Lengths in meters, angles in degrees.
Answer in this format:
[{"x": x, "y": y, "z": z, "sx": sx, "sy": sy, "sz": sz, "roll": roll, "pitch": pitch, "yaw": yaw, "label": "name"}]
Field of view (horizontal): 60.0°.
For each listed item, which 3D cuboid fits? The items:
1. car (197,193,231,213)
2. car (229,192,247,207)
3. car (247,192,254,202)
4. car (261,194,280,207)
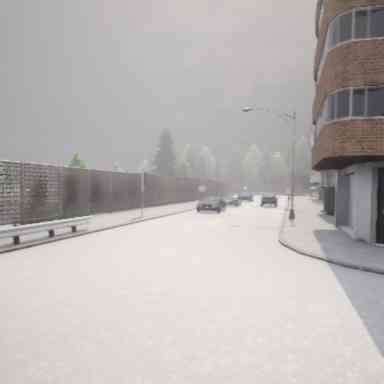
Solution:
[{"x": 1.803, "y": 1.052, "z": 29.181, "sx": 1.994, "sy": 1.385, "sz": 4.181, "roll": 2, "pitch": 1, "yaw": 17, "label": "car"}, {"x": 4.711, "y": 0.862, "z": 38.960, "sx": 2.128, "sy": 1.511, "sz": 4.902, "roll": 2, "pitch": 1, "yaw": 17, "label": "car"}, {"x": 8.387, "y": 0.701, "z": 51.275, "sx": 1.882, "sy": 1.535, "sz": 5.008, "roll": 2, "pitch": 1, "yaw": 17, "label": "car"}, {"x": 9.373, "y": 0.958, "z": 40.032, "sx": 1.837, "sy": 1.490, "sz": 4.892, "roll": 2, "pitch": 1, "yaw": 16, "label": "car"}]
